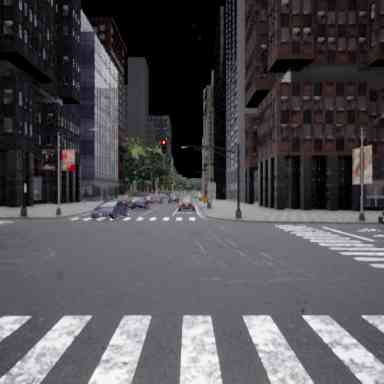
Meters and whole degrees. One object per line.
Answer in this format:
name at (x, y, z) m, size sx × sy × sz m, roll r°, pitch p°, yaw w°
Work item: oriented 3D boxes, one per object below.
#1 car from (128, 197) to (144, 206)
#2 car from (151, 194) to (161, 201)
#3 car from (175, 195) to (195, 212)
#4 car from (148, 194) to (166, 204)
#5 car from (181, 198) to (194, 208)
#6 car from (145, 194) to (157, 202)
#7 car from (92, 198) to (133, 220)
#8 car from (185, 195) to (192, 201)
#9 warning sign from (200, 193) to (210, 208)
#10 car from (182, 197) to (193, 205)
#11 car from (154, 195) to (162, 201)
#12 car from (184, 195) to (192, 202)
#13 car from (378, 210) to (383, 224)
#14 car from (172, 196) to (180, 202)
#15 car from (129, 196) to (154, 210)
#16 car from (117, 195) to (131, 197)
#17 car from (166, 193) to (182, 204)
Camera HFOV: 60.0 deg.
car at (-9.257, 1.543, 55.229) m, size 1.752 × 1.417 × 4.829 m, roll 0°, pitch 0°, yaw 0°
car at (-9.482, 1.406, 87.955) m, size 2.192 × 1.841 × 5.009 m, roll 0°, pitch 0°, yaw 0°
car at (-0.622, 1.429, 39.177) m, size 1.967 × 1.590 × 4.097 m, roll 0°, pitch 0°, yaw 0°
car at (-6.591, 1.596, 62.373) m, size 1.994 × 1.385 × 4.181 m, roll 0°, pitch 0°, yaw 0°
car at (-0.696, 1.590, 50.027) m, size 1.802 × 1.307 × 4.206 m, roll 0°, pitch 0°, yaw 0°
car at (-9.408, 1.379, 77.103) m, size 2.192 × 1.841 × 5.009 m, roll 0°, pitch 0°, yaw 0°
car at (-6.825, 1.494, 28.162) m, size 1.812 × 1.442 × 4.674 m, roll 0°, pitch 0°, yaw 7°
car at (-0.957, 1.531, 88.001) m, size 1.967 × 1.590 × 4.097 m, roll 0°, pitch 0°, yaw 0°
warning sign at (1.664, 1.110, 42.863) m, size 1.300 × 1.860 × 1.060 m, roll 0°, pitch 0°, yaw 0°
car at (-0.770, 1.573, 60.876) m, size 1.887 × 1.381 × 4.507 m, roll 0°, pitch 0°, yaw 0°
car at (-9.518, 1.650, 93.380) m, size 1.887 × 1.381 × 4.507 m, roll 0°, pitch 0°, yaw 0°
car at (-0.919, 1.517, 82.576) m, size 1.967 × 1.590 × 4.097 m, roll 0°, pitch 0°, yaw 0°
car at (14.967, 1.444, 21.141) m, size 5.566 × 2.045 × 2.150 m, roll 1°, pitch 0°, yaw 0°
car at (-3.632, 1.546, 75.751) m, size 1.812 × 1.442 × 4.674 m, roll 0°, pitch 0°, yaw 0°
car at (-6.499, 1.541, 42.287) m, size 2.033 × 1.411 × 5.357 m, roll 0°, pitch 0°, yaw 0°
car at (-9.185, 1.313, 44.548) m, size 2.192 × 1.841 × 5.009 m, roll 0°, pitch 0°, yaw 0°
car at (-3.563, 1.390, 65.713) m, size 2.097 × 1.767 × 4.553 m, roll 0°, pitch 0°, yaw 0°
